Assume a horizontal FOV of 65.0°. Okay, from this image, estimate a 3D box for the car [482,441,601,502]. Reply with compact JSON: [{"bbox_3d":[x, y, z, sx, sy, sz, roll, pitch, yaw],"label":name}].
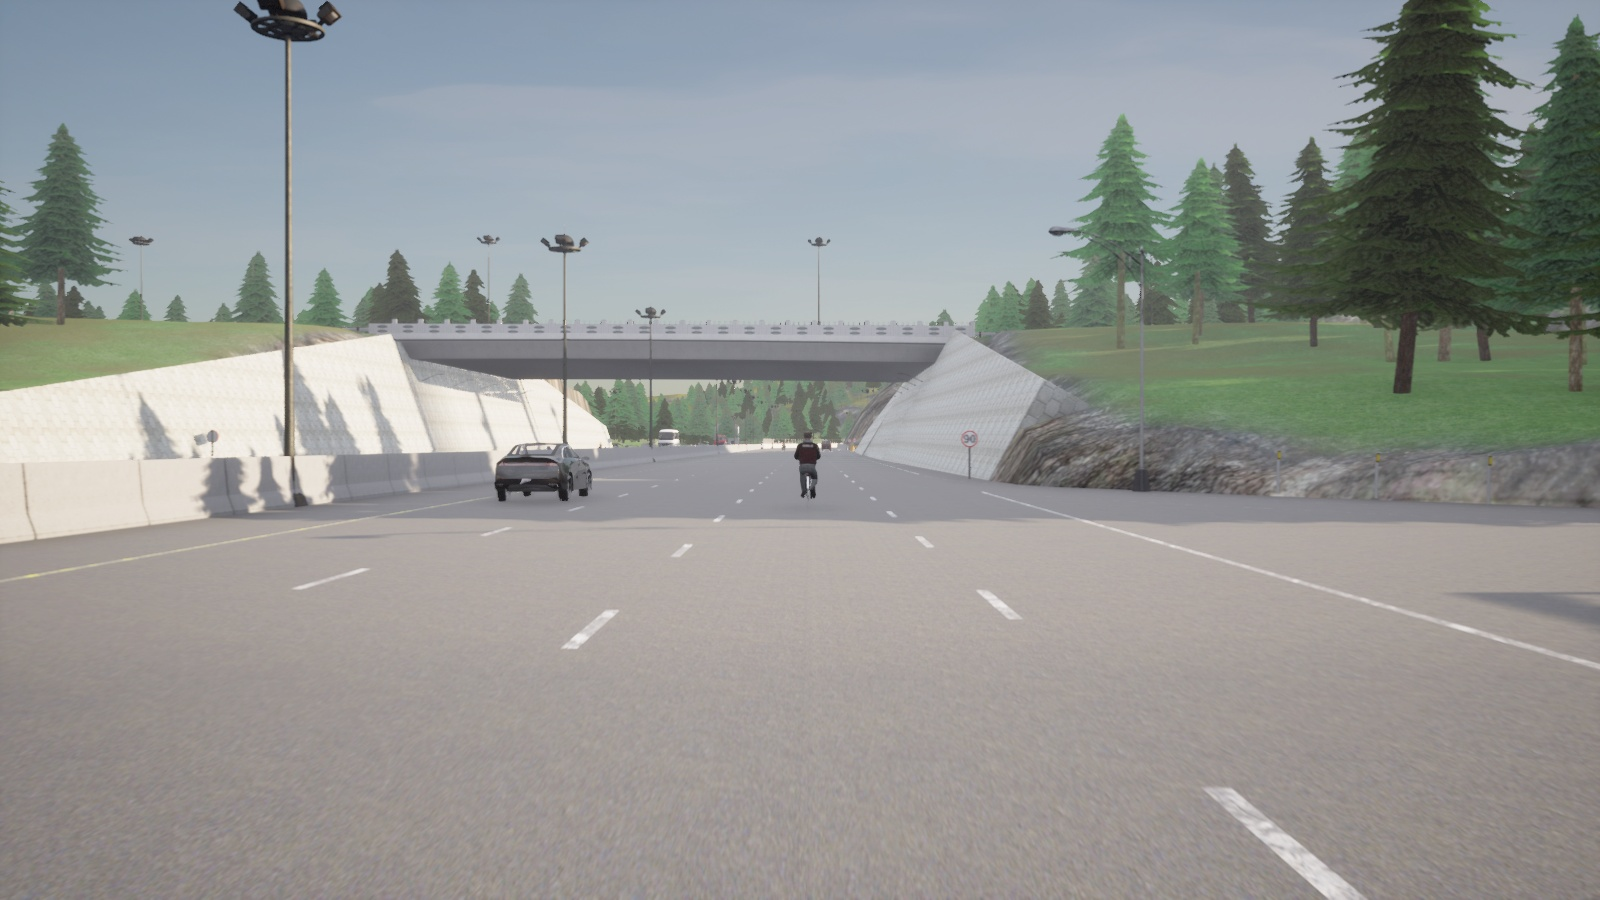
[{"bbox_3d":[-6.794,0.508,33.553,2.128,1.511,4.902,0,0,0],"label":"car"}]
